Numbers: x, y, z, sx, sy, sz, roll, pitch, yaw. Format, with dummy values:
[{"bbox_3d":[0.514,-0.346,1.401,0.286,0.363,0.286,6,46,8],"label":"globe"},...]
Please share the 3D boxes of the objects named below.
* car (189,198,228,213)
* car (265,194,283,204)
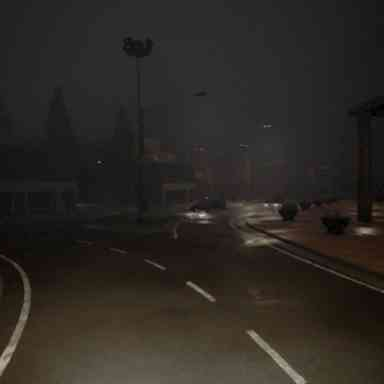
[{"bbox_3d":[1.836,1.332,34.828,2.033,1.411,5.357,-1,0,33],"label":"car"},{"bbox_3d":[13.116,1.075,52.672,1.812,1.442,4.674,-1,0,32],"label":"car"}]
